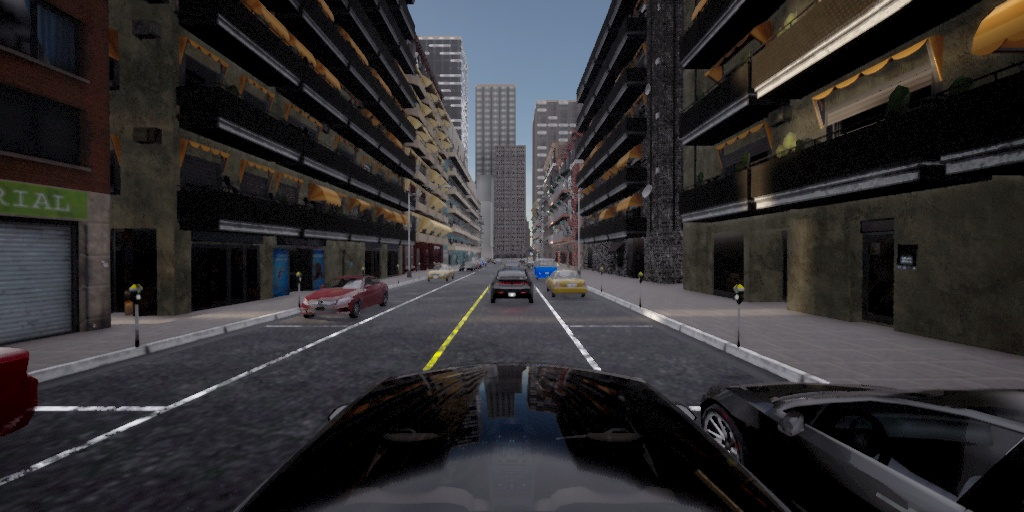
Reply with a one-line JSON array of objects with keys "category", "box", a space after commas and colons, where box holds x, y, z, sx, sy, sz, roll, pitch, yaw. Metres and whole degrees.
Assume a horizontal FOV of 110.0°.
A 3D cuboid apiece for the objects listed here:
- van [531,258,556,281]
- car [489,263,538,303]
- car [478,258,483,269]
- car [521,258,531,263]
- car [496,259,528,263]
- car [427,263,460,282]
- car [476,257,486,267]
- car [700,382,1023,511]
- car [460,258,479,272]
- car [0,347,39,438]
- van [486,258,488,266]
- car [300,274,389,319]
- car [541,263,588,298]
[{"category": "van", "box": [2.689, 1.090, 29.306, 1.690, 1.789, 3.998, 0, 0, 0]}, {"category": "car", "box": [0.000, 1.265, 16.501, 1.837, 1.490, 4.892, 0, 0, 0]}, {"category": "car", "box": [-5.692, 1.300, 51.412, 1.888, 1.381, 4.507, 0, 0, 0]}, {"category": "car", "box": [2.689, 1.305, 51.399, 2.007, 1.370, 4.403, 0, 0, 0]}, {"category": "car", "box": [0.000, 1.246, 31.502, 2.128, 1.511, 4.902, 0, 0, 0]}, {"category": "car", "box": [-5.693, 1.275, 29.149, 1.751, 1.417, 4.829, 0, 0, 0]}, {"category": "car", "box": [-5.693, 1.302, 56.936, 1.888, 1.381, 4.507, 0, 0, 0]}, {"category": "car", "box": [2.689, 1.314, 1.689, 1.948, 1.339, 4.313, 0, 0, 0]}, {"category": "car", "box": [-5.692, 1.319, 45.888, 1.948, 1.339, 4.313, 0, 0, 0]}, {"category": "car", "box": [-5.692, 1.294, 1.702, 1.888, 1.381, 4.507, 0, 0, 0]}, {"category": "van", "box": [-5.693, 1.100, 62.459, 1.690, 1.789, 3.998, 0, 0, 0]}, {"category": "car", "box": [-5.692, 1.330, 12.748, 1.802, 1.307, 4.207, 0, 0, 0]}, {"category": "car", "box": [2.689, 1.273, 18.429, 1.751, 1.417, 4.829, 0, 0, 0]}]
